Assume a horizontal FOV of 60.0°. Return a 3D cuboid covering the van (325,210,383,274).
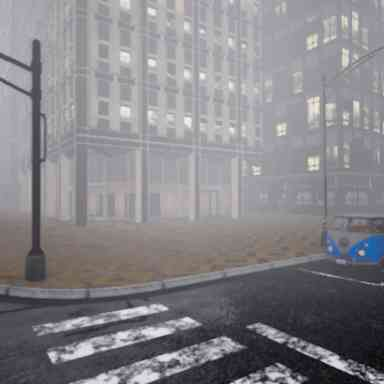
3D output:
[{"bbox_3d":[6.040,1.508,10.863,3.998,1.788,1.690,0,-1,-35],"label":"van"}]
